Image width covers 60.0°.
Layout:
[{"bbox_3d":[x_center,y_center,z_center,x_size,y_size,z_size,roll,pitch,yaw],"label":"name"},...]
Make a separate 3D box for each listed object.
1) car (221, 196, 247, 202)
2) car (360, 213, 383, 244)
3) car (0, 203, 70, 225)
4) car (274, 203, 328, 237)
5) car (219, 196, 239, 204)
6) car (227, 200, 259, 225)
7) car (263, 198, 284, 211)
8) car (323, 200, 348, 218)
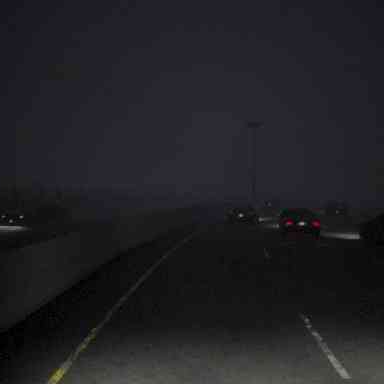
[{"bbox_3d":[6.648,1.332,49.413,2.097,1.767,4.553,0,0,30],"label":"car"},{"bbox_3d":[8.465,1.539,13.582,1.812,1.442,4.674,0,0,9],"label":"car"},{"bbox_3d":[-11.020,1.498,23.960,2.033,1.411,5.357,0,0,13],"label":"car"},{"bbox_3d":[5.727,1.549,18.091,2.033,1.411,5.357,0,0,13],"label":"car"},{"bbox_3d":[7.124,1.484,63.693,1.882,1.535,5.008,0,0,32],"label":"car"},{"bbox_3d":[3.822,1.556,24.429,1.994,1.385,4.181,0,0,15],"label":"car"},{"bbox_3d":[9.925,1.500,40.242,2.163,1.488,4.792,0,0,26],"label":"car"},{"bbox_3d":[13.307,1.505,30.763,2.128,1.511,4.902,0,0,21],"label":"car"}]
